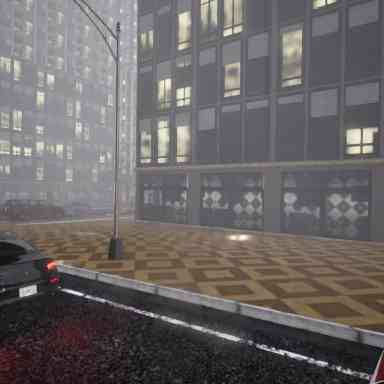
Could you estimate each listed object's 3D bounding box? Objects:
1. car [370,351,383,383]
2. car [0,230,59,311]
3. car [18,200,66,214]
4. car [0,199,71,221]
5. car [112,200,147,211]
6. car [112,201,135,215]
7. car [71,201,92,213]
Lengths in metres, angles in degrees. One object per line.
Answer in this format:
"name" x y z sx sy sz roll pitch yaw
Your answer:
"car" 3.219 1.353 1.393 4.553 1.767 2.097 0 0 35
"car" -4.674 1.522 7.001 4.674 1.442 1.812 0 0 35
"car" -17.290 1.643 38.599 1.752 1.417 4.829 1 0 36
"car" -13.780 1.519 29.228 2.192 1.841 5.009 1 0 36
"car" -8.587 1.858 46.027 1.895 1.301 4.718 1 0 36
"car" -6.994 1.830 38.449 1.752 1.417 4.829 1 0 36
"car" -13.874 1.743 38.848 1.994 1.385 4.181 1 0 37
